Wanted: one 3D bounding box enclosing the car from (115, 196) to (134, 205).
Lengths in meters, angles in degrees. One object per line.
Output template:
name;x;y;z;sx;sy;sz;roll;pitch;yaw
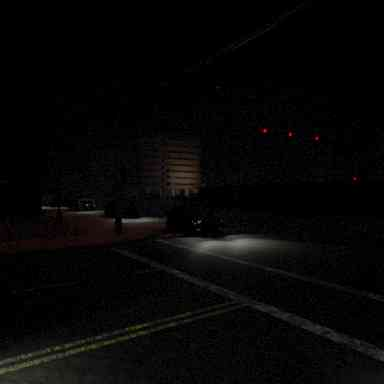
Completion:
car;-11.874;1.526;58.446;1.812;1.442;4.674;0;0;-33

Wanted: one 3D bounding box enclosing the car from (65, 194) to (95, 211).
car;-13.889;1.222;41.762;2.150;2.045;5.566;0;0;-32

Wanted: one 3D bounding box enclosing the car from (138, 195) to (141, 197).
car;-11.359;1.153;83.926;4.605;1.855;1.932;0;0;-34

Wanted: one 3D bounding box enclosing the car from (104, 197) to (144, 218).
car;-6.471;1.478;30.156;1.882;1.535;5.008;0;0;-33

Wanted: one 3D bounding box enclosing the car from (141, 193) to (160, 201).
car;-9.782;1.156;81.499;3.866;1.878;1.905;0;0;-34

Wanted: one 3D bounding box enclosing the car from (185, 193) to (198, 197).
car;1.246;1.156;65.267;3.866;1.878;1.905;0;0;-34

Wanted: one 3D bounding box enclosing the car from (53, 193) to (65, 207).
car;-20.099;1.221;51.571;2.150;2.045;5.566;0;0;-32

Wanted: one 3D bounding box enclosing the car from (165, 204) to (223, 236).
car;0.005;1.477;18.873;1.882;1.535;5.008;0;0;-23
